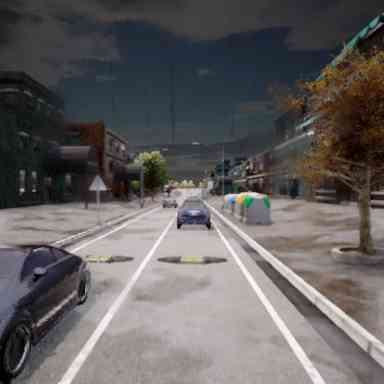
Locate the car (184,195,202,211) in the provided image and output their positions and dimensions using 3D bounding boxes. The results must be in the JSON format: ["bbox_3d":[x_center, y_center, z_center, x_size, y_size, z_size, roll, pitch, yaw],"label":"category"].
[{"bbox_3d":[0.106,1.304,39.800,2.097,1.767,4.553,0,0,0],"label":"car"}]

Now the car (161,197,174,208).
[{"bbox_3d":[-3.073,1.483,46.353,1.812,1.442,4.674,0,0,0],"label":"car"}]

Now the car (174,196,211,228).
[{"bbox_3d":[0.104,1.321,22.110,2.097,1.767,4.553,0,0,0],"label":"car"}]

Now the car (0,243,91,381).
[{"bbox_3d":[-3.097,1.560,5.296,1.994,1.385,4.181,0,0,0],"label":"car"}]
